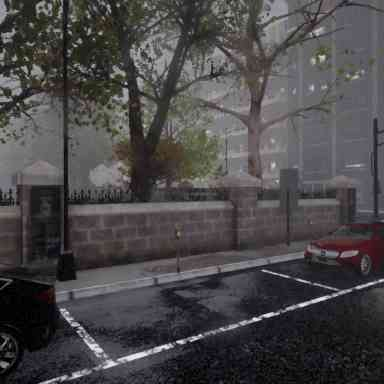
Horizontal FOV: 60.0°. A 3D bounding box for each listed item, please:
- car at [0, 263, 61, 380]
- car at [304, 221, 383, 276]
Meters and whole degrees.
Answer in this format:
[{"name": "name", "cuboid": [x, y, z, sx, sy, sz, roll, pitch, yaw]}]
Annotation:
[{"name": "car", "cuboid": [-3.822, 1.566, 3.864, 4.313, 1.339, 1.947, 0, 0, -35]}, {"name": "car", "cuboid": [5.251, 1.581, 10.206, 4.206, 1.307, 1.802, 0, 0, -35]}]
